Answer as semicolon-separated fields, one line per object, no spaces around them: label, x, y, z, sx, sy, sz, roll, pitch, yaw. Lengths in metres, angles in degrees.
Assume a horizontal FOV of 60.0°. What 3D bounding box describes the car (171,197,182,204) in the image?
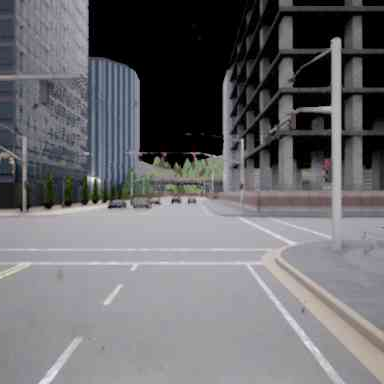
car;-3.493;1.816;71.560;1.837;1.490;4.892;0;0;0

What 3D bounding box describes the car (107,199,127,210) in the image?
car;-10.571;1.758;47.426;2.033;1.411;5.357;0;0;0

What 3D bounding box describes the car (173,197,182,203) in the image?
car;-3.492;1.866;80.634;1.812;1.442;4.674;0;0;0

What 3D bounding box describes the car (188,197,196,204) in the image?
car;0.007;1.841;71.559;2.128;1.511;4.902;0;0;0

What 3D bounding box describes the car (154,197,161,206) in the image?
car;-7.014;1.759;63.339;1.882;1.535;5.008;0;0;0

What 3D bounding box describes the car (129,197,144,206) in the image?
car;-10.514;1.785;63.280;1.837;1.490;4.892;0;0;0

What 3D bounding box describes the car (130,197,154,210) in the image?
car;-7.071;1.564;47.601;2.097;1.767;4.553;0;0;0

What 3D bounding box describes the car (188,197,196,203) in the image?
car;0.008;1.937;80.663;1.895;1.301;4.718;0;0;0
